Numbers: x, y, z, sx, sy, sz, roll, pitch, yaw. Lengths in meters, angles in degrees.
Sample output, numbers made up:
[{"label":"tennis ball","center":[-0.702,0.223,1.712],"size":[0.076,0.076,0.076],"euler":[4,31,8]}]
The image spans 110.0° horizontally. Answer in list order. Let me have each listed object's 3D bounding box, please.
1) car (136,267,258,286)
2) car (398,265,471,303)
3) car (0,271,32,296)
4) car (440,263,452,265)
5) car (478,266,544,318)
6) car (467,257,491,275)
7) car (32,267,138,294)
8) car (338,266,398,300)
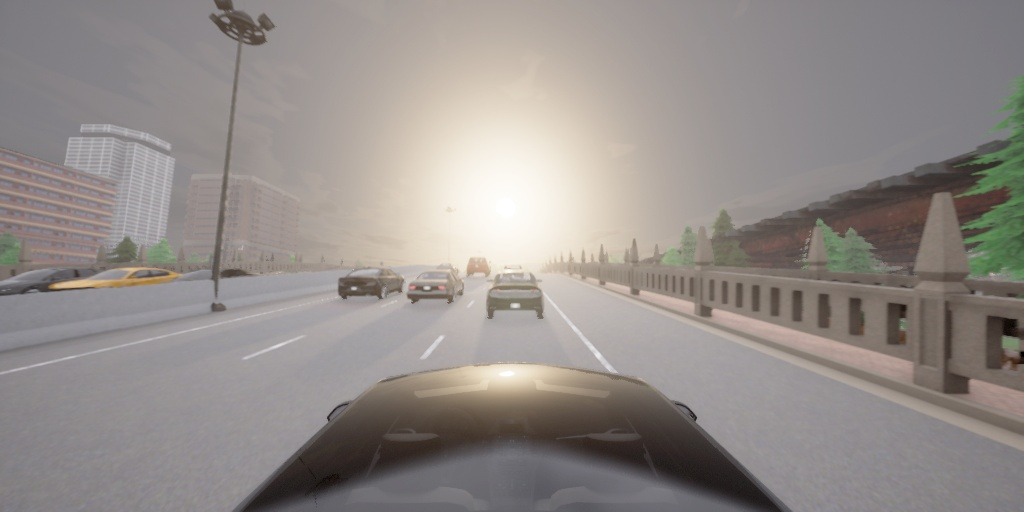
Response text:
[{"label":"car","center":[-14.098,1.302,16.844],"size":[1.837,1.490,4.892],"euler":[0,0,0]},{"label":"car","center":[-3.398,1.345,16.858],"size":[2.033,1.411,5.357],"euler":[0,0,0]},{"label":"car","center":[-21.098,1.301,16.569],"size":[1.837,1.490,4.892],"euler":[0,0,0]},{"label":"car","center":[-6.896,1.428,38.010],"size":[1.994,1.385,4.181],"euler":[0,0,0]},{"label":"car","center":[0.101,1.277,13.128],"size":[2.128,1.511,4.902],"euler":[0,0,0]},{"label":"car","center":[-3.396,1.083,37.380],"size":[2.150,2.045,5.566],"euler":[0,0,0]},{"label":"car","center":[-17.597,1.274,16.434],"size":[1.882,1.535,5.008],"euler":[0,0,0]},{"label":"car","center":[-6.898,1.279,18.133],"size":[1.882,1.535,5.008],"euler":[0,0,0]}]
